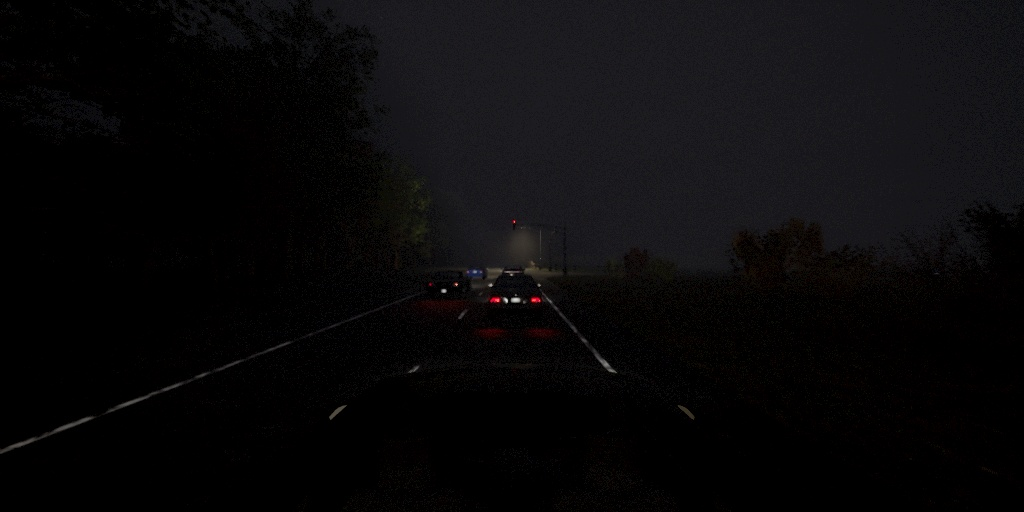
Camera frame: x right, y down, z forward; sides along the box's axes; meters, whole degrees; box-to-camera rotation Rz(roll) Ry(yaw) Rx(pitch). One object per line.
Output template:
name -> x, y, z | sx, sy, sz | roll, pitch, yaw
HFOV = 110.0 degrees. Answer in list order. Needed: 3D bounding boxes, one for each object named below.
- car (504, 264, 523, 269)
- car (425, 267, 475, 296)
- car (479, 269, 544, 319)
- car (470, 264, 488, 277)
car -> 0.107, 1.424, 29.297 | 2.128, 1.511, 4.902 | 0, 0, 0
car -> -3.399, 1.473, 20.123 | 1.895, 1.301, 4.718 | 0, 0, 0
car -> 0.109, 1.374, 13.134 | 2.033, 1.411, 5.357 | 0, 0, 0
car -> -3.398, 1.517, 35.047 | 2.033, 1.411, 5.357 | 0, 0, 0
